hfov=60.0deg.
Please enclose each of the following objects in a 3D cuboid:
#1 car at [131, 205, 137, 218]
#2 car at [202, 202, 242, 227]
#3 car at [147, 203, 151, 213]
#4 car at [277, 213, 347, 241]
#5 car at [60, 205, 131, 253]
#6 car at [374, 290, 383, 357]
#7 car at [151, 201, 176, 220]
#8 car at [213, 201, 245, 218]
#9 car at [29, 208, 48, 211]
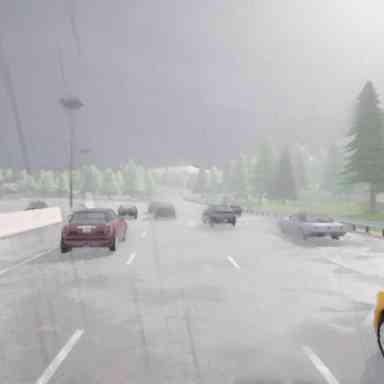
[{"bbox_3d":[-6.409,1.901,33.213,1.895,1.301,4.718,0,-1,-9],"label":"car"},{"bbox_3d":[1.929,1.708,24.523,2.128,1.511,4.902,0,-1,-7],"label":"car"},{"bbox_3d":[-4.482,1.881,41.824,1.837,1.490,4.892,0,0,-12],"label":"car"},{"bbox_3d":[6.178,1.755,17.824,1.895,1.301,4.718,0,-1,-5],"label":"car"},{"bbox_3d":[-4.112,1.486,14.609,2.097,1.767,4.553,0,-1,-4],"label":"car"},{"bbox_3d":[3.496,1.500,2.658,1.882,1.535,5.008,0,-1,-1],"label":"car"},{"bbox_3d":[-2.658,1.763,31.875,1.882,1.535,5.008,0,0,-9],"label":"car"},{"bbox_3d":[3.844,1.803,35.427,2.128,1.511,4.902,0,-1,-9],"label":"car"},{"bbox_3d":[-18.359,1.909,39.566,1.837,1.490,4.892,0,-1,-12],"label":"car"}]
